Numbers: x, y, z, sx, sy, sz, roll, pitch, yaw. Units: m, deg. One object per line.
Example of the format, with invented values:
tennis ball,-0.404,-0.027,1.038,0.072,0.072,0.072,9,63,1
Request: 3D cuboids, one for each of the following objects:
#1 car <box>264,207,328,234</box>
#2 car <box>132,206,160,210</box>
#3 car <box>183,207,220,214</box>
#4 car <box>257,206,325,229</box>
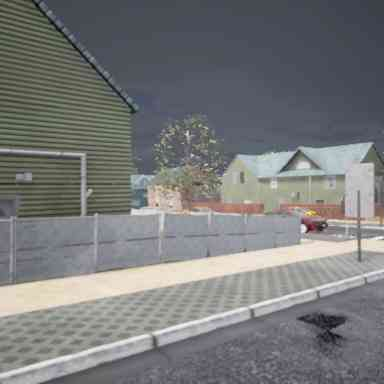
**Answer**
car,6.722,1.893,22.685,1.882,1.535,5.008,-1,-1,-36
car,-4.855,2.412,38.880,1.812,1.442,4.674,-1,-1,-36
car,1.048,2.124,30.625,1.882,1.535,5.008,-1,-1,-36
car,7.712,1.920,26.374,1.882,1.535,5.008,-1,-1,-36
